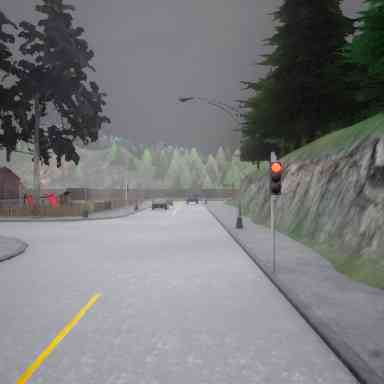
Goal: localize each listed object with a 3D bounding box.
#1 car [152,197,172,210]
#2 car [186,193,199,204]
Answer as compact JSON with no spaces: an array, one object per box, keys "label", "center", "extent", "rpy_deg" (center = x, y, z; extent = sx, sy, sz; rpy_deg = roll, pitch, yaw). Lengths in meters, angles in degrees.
[{"label":"car","center":[-4.053,1.478,42.940],"extent":[1.882,1.535,5.008],"rpy_deg":[0,0,0]},{"label":"car","center":[0.068,1.221,62.571],"extent":[2.150,2.045,5.566],"rpy_deg":[0,0,0]}]
